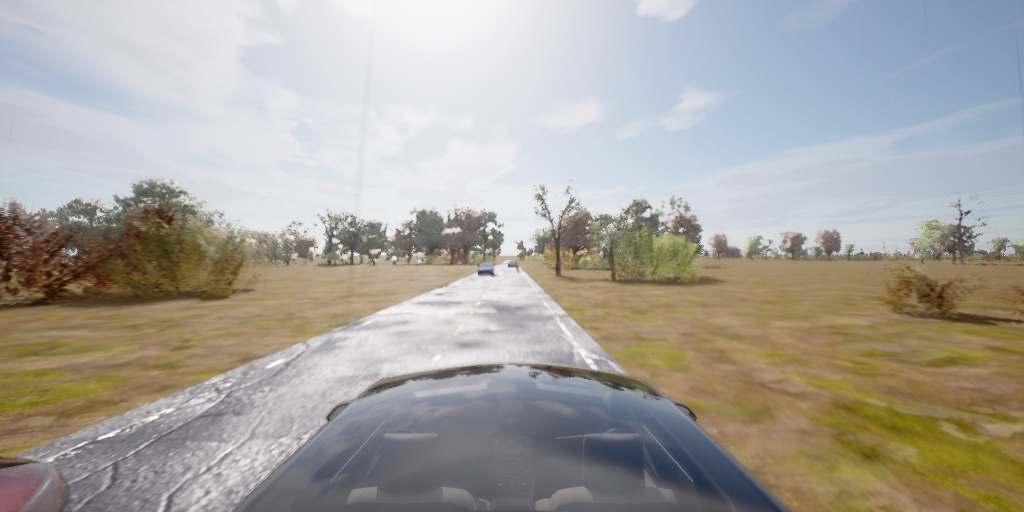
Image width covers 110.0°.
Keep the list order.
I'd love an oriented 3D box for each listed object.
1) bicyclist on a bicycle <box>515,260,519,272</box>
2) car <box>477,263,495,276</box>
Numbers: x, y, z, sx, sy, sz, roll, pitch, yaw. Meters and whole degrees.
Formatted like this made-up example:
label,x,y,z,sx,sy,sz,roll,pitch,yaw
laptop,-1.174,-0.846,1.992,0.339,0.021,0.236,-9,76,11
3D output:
label,x,y,z,sx,sy,sz,roll,pitch,yaw
bicyclist on a bicycle,0.825,1.655,54.033,0.866,1.612,1.509,0,-1,0
car,-3.080,1.603,43.202,1.882,1.535,5.008,0,-1,0
